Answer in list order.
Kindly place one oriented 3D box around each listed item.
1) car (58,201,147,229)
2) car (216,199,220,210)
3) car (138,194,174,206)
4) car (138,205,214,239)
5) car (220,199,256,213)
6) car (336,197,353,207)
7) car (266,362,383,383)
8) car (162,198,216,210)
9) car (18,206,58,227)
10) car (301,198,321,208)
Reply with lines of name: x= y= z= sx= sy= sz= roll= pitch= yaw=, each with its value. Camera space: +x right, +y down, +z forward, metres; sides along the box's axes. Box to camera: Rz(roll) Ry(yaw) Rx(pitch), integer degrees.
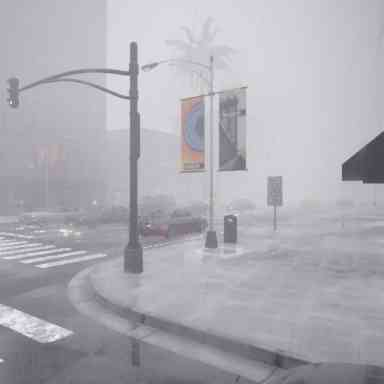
car: x=-5.798 y=1.568 z=22.310 sx=2.033 sy=1.411 sz=5.357 roll=0 pitch=0 yaw=35
car: x=2.247 y=1.528 z=39.311 sx=1.882 sy=1.535 sz=5.008 roll=0 pitch=0 yaw=35
car: x=-3.679 y=1.252 z=30.944 sx=2.150 sy=2.045 sz=5.566 roll=0 pitch=0 yaw=35
car: x=-0.903 y=1.591 z=17.630 sx=1.994 sy=1.385 sz=4.181 roll=0 pitch=0 yaw=35
car: x=5.710 y=1.549 z=38.583 sx=2.128 sy=1.511 sz=4.902 roll=0 pitch=0 yaw=35
car: x=24.807 y=1.619 z=54.013 sx=2.128 sy=1.511 sz=4.902 roll=0 pitch=0 yaw=35
car: x=2.202 y=1.551 z=1.275 sx=4.403 sy=1.369 sz=2.008 roll=0 pitch=0 yaw=36
car: x=-0.129 y=1.515 z=30.333 sx=1.882 sy=1.535 sz=5.008 roll=0 pitch=0 yaw=35
car: x=-9.318 y=1.615 z=22.973 sx=1.895 sy=1.301 sz=4.718 roll=0 pitch=0 yaw=35
car: x=17.861 y=1.580 z=49.819 sx=1.882 sy=1.535 sz=5.008 roll=0 pitch=0 yaw=35
